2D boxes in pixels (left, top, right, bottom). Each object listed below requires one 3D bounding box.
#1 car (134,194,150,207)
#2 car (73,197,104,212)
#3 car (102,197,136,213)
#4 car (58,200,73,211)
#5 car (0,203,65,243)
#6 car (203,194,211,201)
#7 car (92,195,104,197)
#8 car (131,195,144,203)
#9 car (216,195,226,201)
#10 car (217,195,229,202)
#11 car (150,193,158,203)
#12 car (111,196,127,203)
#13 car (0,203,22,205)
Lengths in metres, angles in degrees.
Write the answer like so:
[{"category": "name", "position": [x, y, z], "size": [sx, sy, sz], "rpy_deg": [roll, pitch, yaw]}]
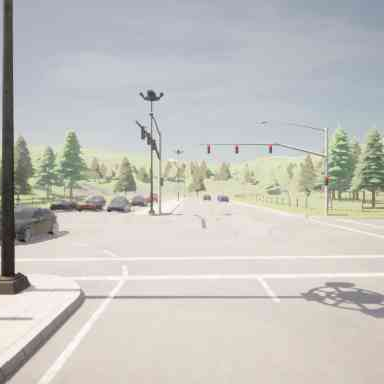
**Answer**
[{"category": "car", "position": [-8.057, 1.478, 51.048], "size": [1.882, 1.535, 5.008], "rpy_deg": [0, 1, 0]}, {"category": "car", "position": [-11.588, 1.601, 38.055], "size": [1.895, 1.301, 4.718], "rpy_deg": [0, 0, 0]}, {"category": "car", "position": [-8.072, 1.547, 37.172], "size": [2.033, 1.411, 5.357], "rpy_deg": [0, 0, 0]}, {"category": "car", "position": [-15.071, 1.601, 39.733], "size": [1.895, 1.301, 4.718], "rpy_deg": [0, 0, 0]}, {"category": "car", "position": [-8.088, 1.505, 16.028], "size": [1.837, 1.490, 4.892], "rpy_deg": [0, 0, 0]}, {"category": "car", "position": [3.812, 1.355, 84.021], "size": [2.097, 1.767, 4.553], "rpy_deg": [0, 0, 2]}, {"category": "car", "position": [-15.050, 1.351, 52.650], "size": [2.097, 1.767, 4.553], "rpy_deg": [0, 0, 0]}, {"category": "car", "position": [-11.441, 1.477, 70.416], "size": [1.882, 1.535, 5.008], "rpy_deg": [0, 0, 0]}, {"category": "car", "position": [7.320, 1.525, 84.279], "size": [2.128, 1.511, 4.902], "rpy_deg": [0, 0, 2]}, {"category": "car", "position": [7.095, 1.478, 73.875], "size": [1.882, 1.535, 5.008], "rpy_deg": [0, 0, 1]}, {"category": "car", "position": [-7.943, 1.221, 68.949], "size": [2.150, 2.045, 5.566], "rpy_deg": [0, 0, 0]}, {"category": "car", "position": [-14.946, 1.540, 68.106], "size": [2.033, 1.411, 5.357], "rpy_deg": [0, 0, 0]}, {"category": "car", "position": [-11.584, 1.492, 21.218], "size": [2.128, 1.511, 4.902], "rpy_deg": [0, 0, 0]}]
